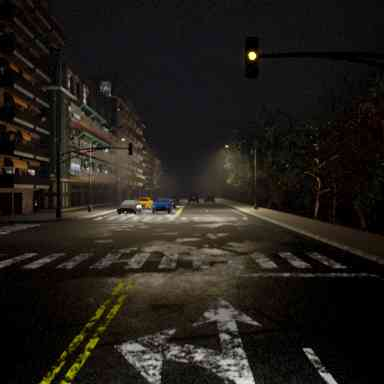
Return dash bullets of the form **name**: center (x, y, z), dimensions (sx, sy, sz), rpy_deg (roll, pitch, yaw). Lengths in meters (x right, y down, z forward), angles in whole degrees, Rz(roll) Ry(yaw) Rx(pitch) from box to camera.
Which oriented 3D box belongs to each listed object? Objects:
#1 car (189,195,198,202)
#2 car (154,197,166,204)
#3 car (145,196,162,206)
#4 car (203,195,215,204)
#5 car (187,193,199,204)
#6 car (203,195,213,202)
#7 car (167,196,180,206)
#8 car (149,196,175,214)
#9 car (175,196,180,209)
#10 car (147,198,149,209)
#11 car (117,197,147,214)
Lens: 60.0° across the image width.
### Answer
- **car**: center (0.327, 1.477, 76.529), dimensions (2.128, 1.511, 4.902), rpy_deg (0, 0, 0)
- **car**: center (-6.224, 1.615, 65.052), dimensions (1.895, 1.301, 4.718), rpy_deg (0, 0, 0)
- **car**: center (-6.270, 1.500, 54.728), dimensions (2.128, 1.511, 4.902), rpy_deg (0, 0, 0)
- **car**: center (3.531, 1.520, 66.094), dimensions (1.837, 1.490, 4.892), rpy_deg (0, 0, 0)
- **car**: center (0.281, 1.237, 66.140), dimensions (2.150, 2.045, 5.566), rpy_deg (0, 0, 0)
- **car**: center (3.576, 1.492, 76.514), dimensions (2.033, 1.411, 5.357), rpy_deg (0, 0, 0)
- **car**: center (-3.014, 1.514, 55.916), dimensions (1.837, 1.490, 4.892), rpy_deg (0, 0, 0)
- **car**: center (-3.186, 1.479, 36.374), dimensions (1.882, 1.535, 5.008), rpy_deg (0, 0, 1)
- **car**: center (-3.099, 1.496, 45.855), dimensions (2.128, 1.511, 4.902), rpy_deg (0, 0, 1)
- **car**: center (-6.362, 1.482, 44.588), dimensions (1.882, 1.535, 5.008), rpy_deg (0, 0, 1)
- **car**: center (-6.444, 1.549, 34.935), dimensions (2.033, 1.411, 5.357), rpy_deg (0, 0, 0)
